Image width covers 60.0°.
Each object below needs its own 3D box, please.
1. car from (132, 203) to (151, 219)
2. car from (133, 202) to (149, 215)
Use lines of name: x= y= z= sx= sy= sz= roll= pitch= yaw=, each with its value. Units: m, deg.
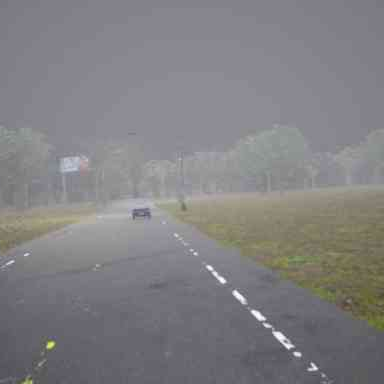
car: x=-5.500 y=2.053 z=36.138 sx=1.882 sy=1.535 sz=5.008 roll=-3 pitch=0 yaw=-9
car: x=-7.211 y=2.253 z=46.739 sx=2.033 sy=1.411 sz=5.357 roll=-3 pitch=0 yaw=-9
